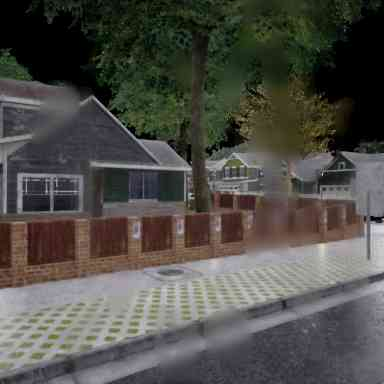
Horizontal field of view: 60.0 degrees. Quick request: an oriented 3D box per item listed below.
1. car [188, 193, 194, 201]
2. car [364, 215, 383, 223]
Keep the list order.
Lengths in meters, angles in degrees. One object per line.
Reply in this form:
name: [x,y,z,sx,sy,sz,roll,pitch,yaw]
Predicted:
car: [0.027,0.890,39.779,1.812,1.442,4.674,0,1,-32]
car: [10.762,1.361,22.637,1.895,1.301,4.718,0,1,-32]
